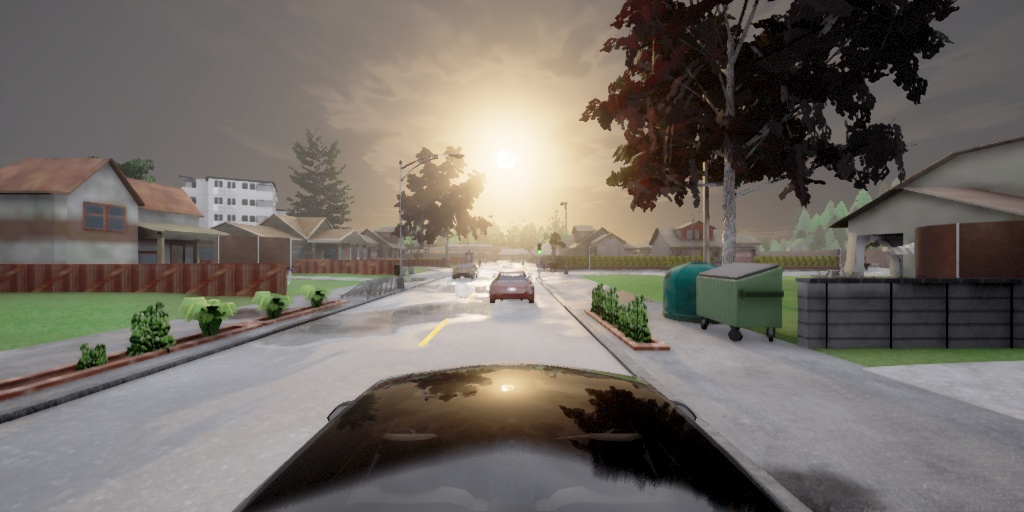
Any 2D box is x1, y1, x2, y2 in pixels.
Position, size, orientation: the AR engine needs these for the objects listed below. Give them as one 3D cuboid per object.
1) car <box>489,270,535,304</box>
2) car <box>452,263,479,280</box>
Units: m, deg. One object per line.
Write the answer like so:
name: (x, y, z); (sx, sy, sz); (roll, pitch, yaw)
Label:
car: (0.000, 1.320, 16.500); (1.994, 1.385, 4.181); (0, 0, 0)
car: (-4.000, 1.350, 31.490); (2.033, 1.411, 5.357); (0, 0, 0)
